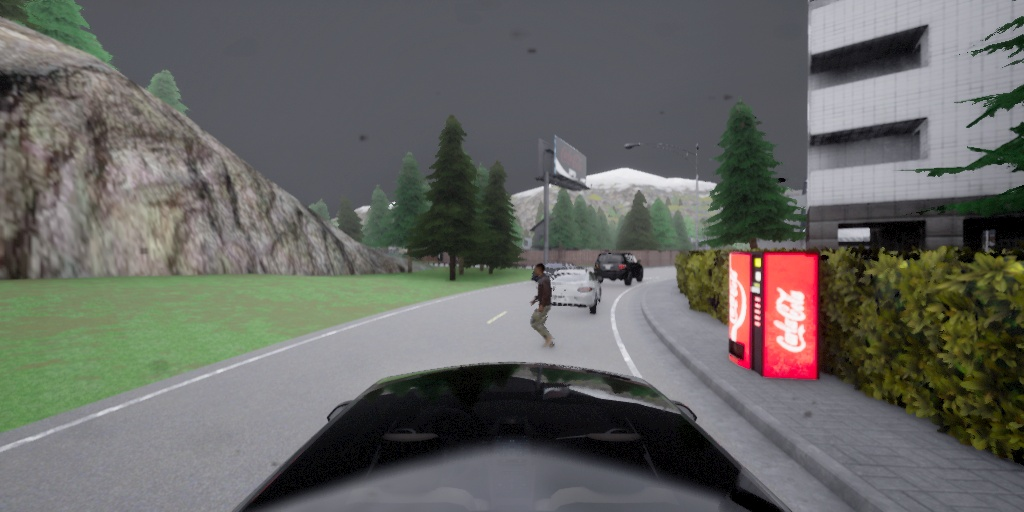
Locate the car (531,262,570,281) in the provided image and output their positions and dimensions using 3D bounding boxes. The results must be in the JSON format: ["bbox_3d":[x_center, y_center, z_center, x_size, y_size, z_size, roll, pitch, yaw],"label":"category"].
[{"bbox_3d":[3.225,1.100,24.557,2.033,1.411,5.357,0,1,31],"label":"car"}]

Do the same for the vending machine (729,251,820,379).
[{"bbox_3d":[4.207,0.908,5.862,1.100,2.100,0.880,0,0,8],"label":"vending machine"}]

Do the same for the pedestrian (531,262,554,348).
[{"bbox_3d":[0.651,0.994,7.497,0.375,1.860,0.375,0,0,10],"label":"pedestrian"}]

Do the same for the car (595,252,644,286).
[{"bbox_3d":[7.134,0.780,23.761,2.150,2.045,5.566,0,1,31],"label":"car"}]

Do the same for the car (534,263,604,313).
[{"bbox_3d":[2.321,1.175,13.401,1.812,1.442,4.674,0,0,17],"label":"car"}]
